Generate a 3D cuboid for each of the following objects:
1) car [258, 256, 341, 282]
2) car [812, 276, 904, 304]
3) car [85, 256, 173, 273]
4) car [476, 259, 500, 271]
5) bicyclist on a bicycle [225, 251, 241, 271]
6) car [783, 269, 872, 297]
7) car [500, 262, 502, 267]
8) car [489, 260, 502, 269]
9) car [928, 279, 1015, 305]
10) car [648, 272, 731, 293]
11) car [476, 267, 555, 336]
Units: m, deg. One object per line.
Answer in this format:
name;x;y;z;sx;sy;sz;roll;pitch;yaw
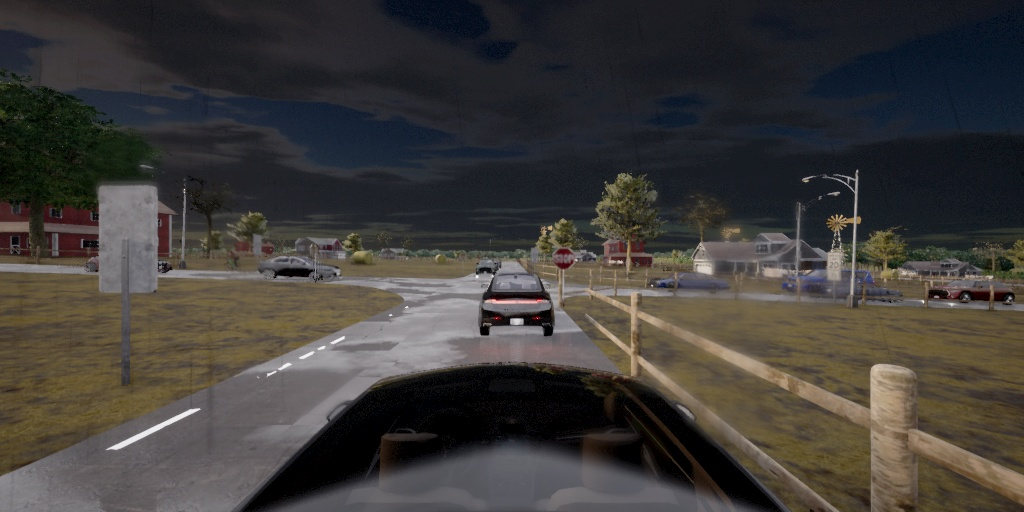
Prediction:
car;-13.488;0.781;22.920;4.902;1.511;2.128;2;0;3
car;22.416;2.256;23.072;4.181;1.385;1.994;2;0;0
car;-24.530;0.442;23.073;4.181;1.385;1.994;2;0;0
car;-2.792;1.134;39.687;2.097;1.767;4.553;0;0;0
bicyclist on a bicycle;-22.577;0.419;29.056;0.582;1.620;1.656;2;0;0
car;22.971;1.939;26.007;5.566;2.045;2.150;2;0;0
car;-2.765;1.297;49.588;1.837;1.490;4.892;0;0;0
car;-2.737;1.360;61.299;2.033;1.411;5.357;0;0;0
car;33.060;2.482;25.996;4.553;1.767;2.097;2;0;0
car;12.783;1.860;25.972;5.357;1.411;2.033;2;0;-1
car;0.111;1.246;10.383;2.128;1.511;4.902;0;0;0
